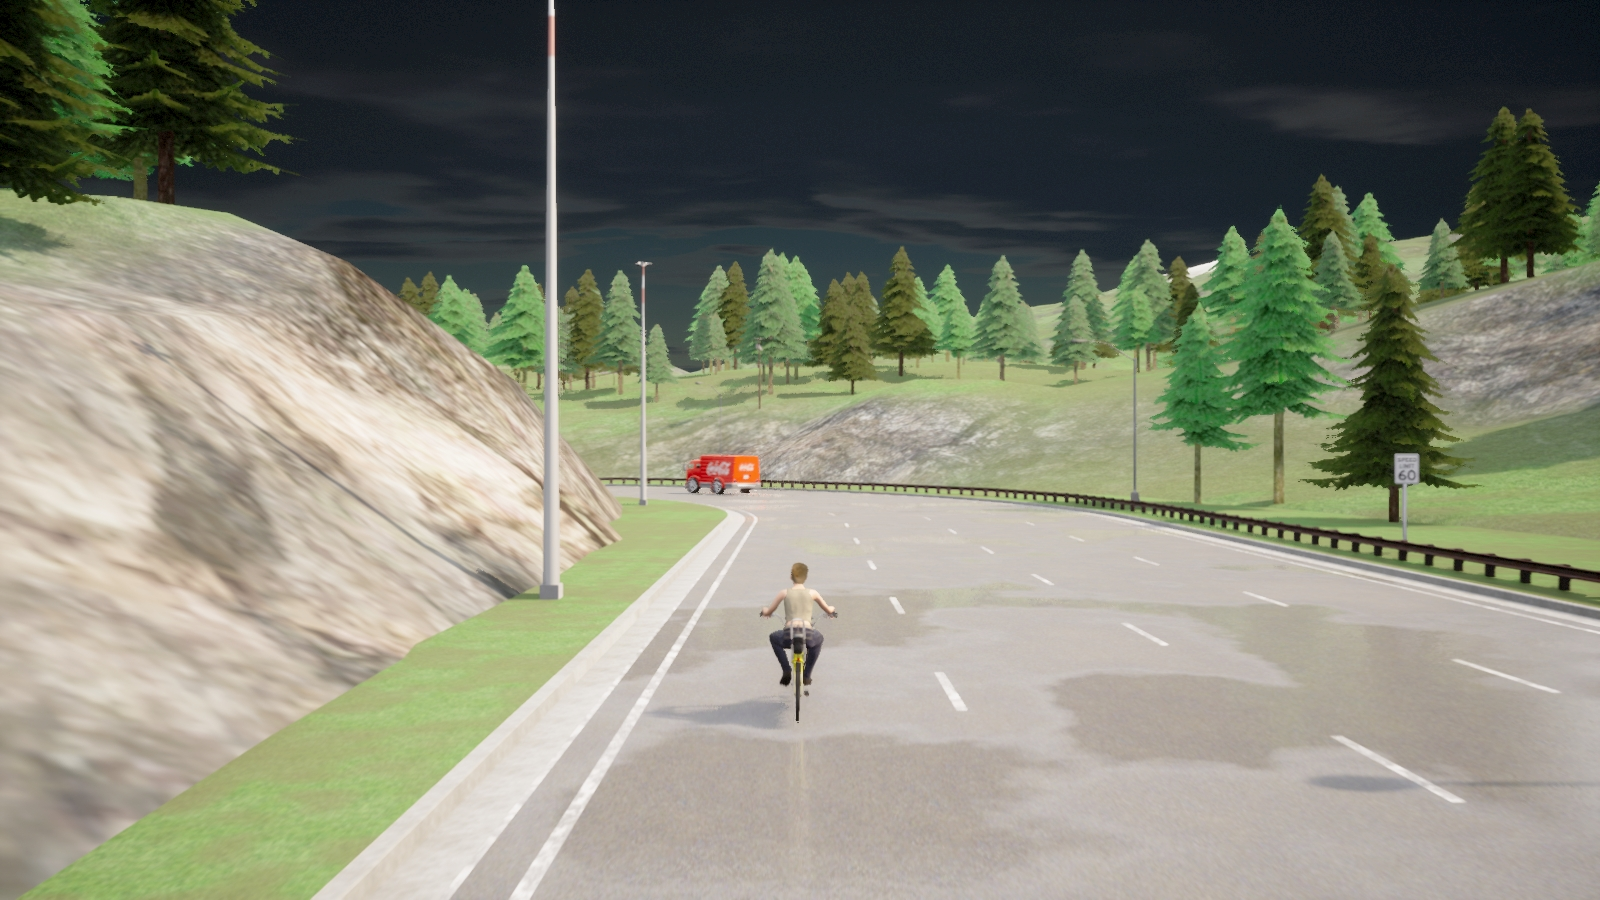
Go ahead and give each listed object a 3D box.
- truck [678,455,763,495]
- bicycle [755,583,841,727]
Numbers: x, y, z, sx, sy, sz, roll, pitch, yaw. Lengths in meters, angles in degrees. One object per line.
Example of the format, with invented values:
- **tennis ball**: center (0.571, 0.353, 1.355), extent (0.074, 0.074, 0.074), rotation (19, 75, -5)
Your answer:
- **truck**: center (-5.110, 1.568, 72.984), extent (2.627, 2.467, 5.204), rotation (1, -1, -44)
- **bicycle**: center (-0.015, 2.158, 12.267), extent (0.859, 1.276, 1.487), rotation (0, 0, 0)
